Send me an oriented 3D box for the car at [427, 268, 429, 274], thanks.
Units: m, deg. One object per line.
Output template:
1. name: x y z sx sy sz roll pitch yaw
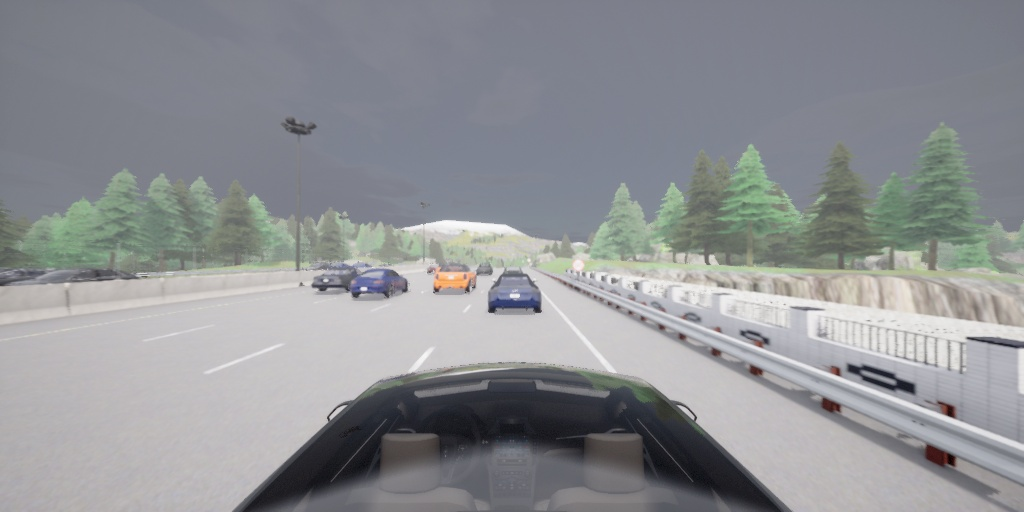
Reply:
1. car: -10.410 1.831 49.999 1.895 1.301 4.718 0 -1 0

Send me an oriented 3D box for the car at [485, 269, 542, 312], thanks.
1. car: 0.097 1.377 14.485 1.994 1.385 4.181 0 -1 0

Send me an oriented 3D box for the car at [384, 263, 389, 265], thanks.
1. car: -21.031 1.909 59.549 1.994 1.385 4.181 0 -1 0

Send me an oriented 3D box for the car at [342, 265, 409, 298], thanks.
1. car: -6.902 1.385 19.005 1.812 1.442 4.674 0 0 0

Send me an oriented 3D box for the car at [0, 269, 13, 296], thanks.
1. car: -28.097 1.405 17.378 1.994 1.385 4.181 0 -1 0

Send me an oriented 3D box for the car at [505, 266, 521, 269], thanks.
1. car: 0.093 1.649 34.938 1.895 1.301 4.718 0 -1 0

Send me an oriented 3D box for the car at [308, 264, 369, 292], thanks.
1. car: -10.404 1.446 22.559 2.033 1.411 5.357 0 -1 0

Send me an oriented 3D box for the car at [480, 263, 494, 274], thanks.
1. car: -3.409 1.674 45.994 2.128 1.511 4.902 0 -1 0

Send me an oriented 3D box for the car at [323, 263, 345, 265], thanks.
1. car: -28.027 1.801 58.208 1.882 1.535 5.008 0 -1 0

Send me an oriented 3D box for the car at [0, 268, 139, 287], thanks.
1. car: -21.097 1.347 17.397 1.837 1.490 4.892 0 -1 0

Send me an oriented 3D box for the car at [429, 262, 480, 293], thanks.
1. car: -3.404 1.245 22.102 2.097 1.767 4.553 0 -1 0
